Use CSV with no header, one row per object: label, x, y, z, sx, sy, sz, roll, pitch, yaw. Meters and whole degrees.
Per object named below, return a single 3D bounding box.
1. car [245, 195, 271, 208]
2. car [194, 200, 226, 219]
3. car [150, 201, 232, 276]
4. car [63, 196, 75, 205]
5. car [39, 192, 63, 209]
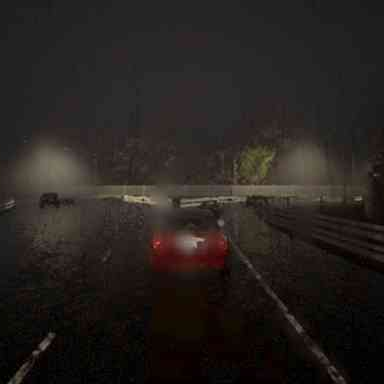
car,8.750,1.158,43.587,2.097,1.767,4.553,0,0,34
car,1.614,1.441,28.201,1.994,1.385,4.181,0,0,13
car,-0.031,1.307,10.354,2.097,1.767,4.553,0,0,0
car,-19.950,1.349,52.882,1.994,1.385,4.181,0,0,-30
car,-18.739,1.045,43.661,2.150,2.045,5.566,0,0,-28
